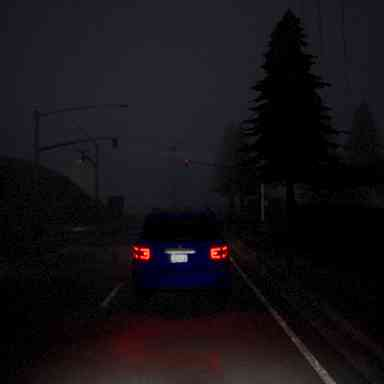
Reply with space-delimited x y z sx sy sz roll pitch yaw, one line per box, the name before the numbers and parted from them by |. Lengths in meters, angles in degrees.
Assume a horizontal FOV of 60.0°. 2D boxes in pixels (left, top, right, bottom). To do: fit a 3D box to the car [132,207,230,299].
car | -0.240 1.433 9.239 2.150 2.045 5.566 0 -1 0
